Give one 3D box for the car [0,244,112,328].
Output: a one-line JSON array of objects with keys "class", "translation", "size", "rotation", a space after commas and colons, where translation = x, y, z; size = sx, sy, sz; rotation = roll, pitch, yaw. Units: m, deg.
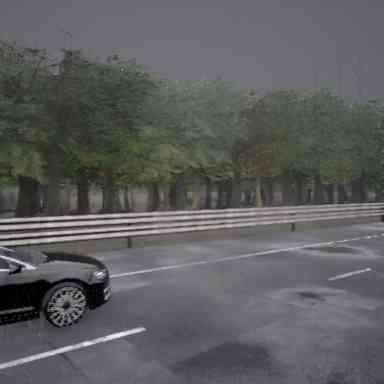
[{"class": "car", "translation": [-3.789, 1.487, 5.348], "size": [4.902, 1.511, 2.128], "rotation": [0, 0, -35]}]
